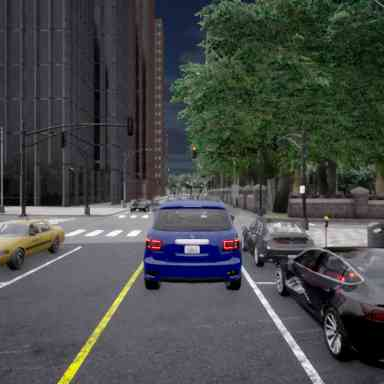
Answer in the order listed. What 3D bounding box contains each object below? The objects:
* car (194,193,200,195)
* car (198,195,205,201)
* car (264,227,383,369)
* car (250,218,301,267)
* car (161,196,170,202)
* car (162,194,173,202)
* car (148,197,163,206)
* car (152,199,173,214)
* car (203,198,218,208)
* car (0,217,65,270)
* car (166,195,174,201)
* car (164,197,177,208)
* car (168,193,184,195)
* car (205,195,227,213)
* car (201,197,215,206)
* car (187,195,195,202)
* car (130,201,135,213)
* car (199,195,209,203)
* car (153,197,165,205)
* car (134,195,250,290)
[{"bbox_3d":[-0.067,1.531,63.899,2.128,1.511,4.902,0,0,0],"label":"car"},{"bbox_3d":[2.535,1.595,87.181,1.752,1.417,4.829,0,0,0],"label":"car"},{"bbox_3d":[2.749,1.566,5.725,1.947,1.339,4.313,0,0,0],"label":"car"},{"bbox_3d":[2.734,1.551,11.238,2.008,1.369,4.403,0,0,0],"label":"car"},{"bbox_3d":[-5.961,1.637,76.071,1.802,1.307,4.206,0,0,0],"label":"car"},{"bbox_3d":[-5.976,1.377,81.528,2.192,1.841,5.009,0,0,0],"label":"car"},{"bbox_3d":[-5.904,1.580,54.242,2.008,1.369,4.403,0,0,0],"label":"car"},{"bbox_3d":[-3.234,1.537,36.778,1.812,1.442,4.674,0,0,1],"label":"car"},{"bbox_3d":[2.635,1.589,48.816,1.947,1.339,4.313,0,0,0],"label":"car"},{"bbox_3d":[-5.790,1.525,11.037,1.752,1.417,4.829,0,0,0],"label":"car"},{"bbox_3d":[-6.004,1.622,92.442,1.887,1.381,4.507,0,0,0],"label":"car"},{"bbox_3d":[-3.224,1.551,50.589,1.812,1.442,4.674,0,0,0],"label":"car"},{"bbox_3d":[-3.190,1.403,67.575,2.097,1.767,4.553,0,0,0],"label":"car"},{"bbox_3d":[2.664,1.327,37.903,2.192,1.841,5.009,0,0,0],"label":"car"},{"bbox_3d":[2.621,1.580,54.272,2.008,1.369,4.403,0,0,0],"label":"car"},{"bbox_3d":[-0.206,1.558,78.847,1.837,1.490,4.892,0,0,0],"label":"car"},{"bbox_3d":[-5.861,1.577,37.871,1.947,1.339,4.313,0,0,0],"label":"car"},{"bbox_3d":[2.578,1.489,70.642,1.967,1.590,4.097,0,0,0],"label":"car"},{"bbox_3d":[-5.918,1.618,59.699,1.802,1.307,4.206,0,0,0],"label":"car"},{"bbox_3d":[0.050,1.222,9.218,2.150,2.045,5.566,0,0,1],"label":"car"}]
